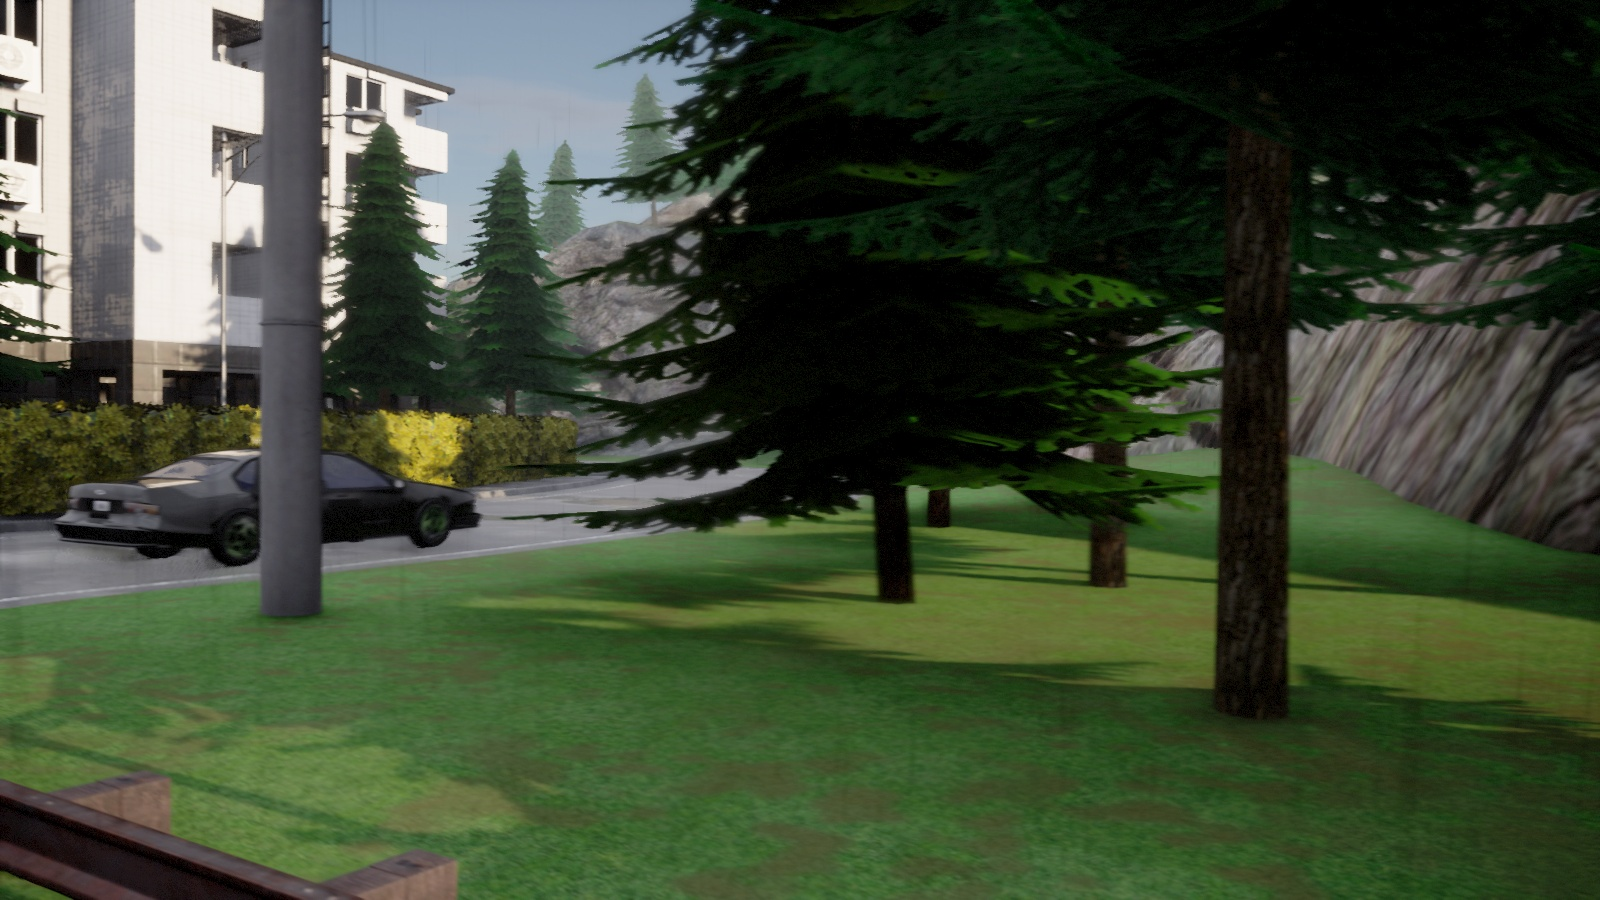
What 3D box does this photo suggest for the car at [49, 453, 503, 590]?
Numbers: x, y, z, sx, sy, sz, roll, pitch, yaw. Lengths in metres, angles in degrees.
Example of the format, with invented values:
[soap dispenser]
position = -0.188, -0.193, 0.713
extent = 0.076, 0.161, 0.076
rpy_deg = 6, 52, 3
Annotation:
[car]
position = -6.592, 0.789, 16.569
extent = 2.033, 1.411, 5.357
rpy_deg = 0, 1, 31
